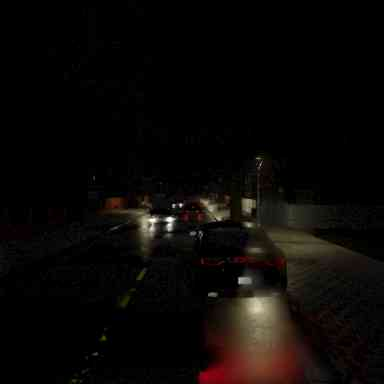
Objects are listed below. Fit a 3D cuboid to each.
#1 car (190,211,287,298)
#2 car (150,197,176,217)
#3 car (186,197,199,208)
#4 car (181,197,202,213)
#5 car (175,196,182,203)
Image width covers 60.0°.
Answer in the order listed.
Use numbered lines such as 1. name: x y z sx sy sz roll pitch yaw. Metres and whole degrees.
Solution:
1. car: 0.971 1.475 8.574 1.882 1.535 5.008 0 0 0
2. car: -2.818 1.461 31.641 1.882 1.535 5.008 0 0 0
3. car: 0.050 1.489 47.194 1.812 1.442 4.674 0 0 0
4. car: 0.116 1.455 37.033 1.882 1.535 5.008 0 0 1
5. car: -2.686 1.498 61.513 1.994 1.385 4.181 0 0 0
